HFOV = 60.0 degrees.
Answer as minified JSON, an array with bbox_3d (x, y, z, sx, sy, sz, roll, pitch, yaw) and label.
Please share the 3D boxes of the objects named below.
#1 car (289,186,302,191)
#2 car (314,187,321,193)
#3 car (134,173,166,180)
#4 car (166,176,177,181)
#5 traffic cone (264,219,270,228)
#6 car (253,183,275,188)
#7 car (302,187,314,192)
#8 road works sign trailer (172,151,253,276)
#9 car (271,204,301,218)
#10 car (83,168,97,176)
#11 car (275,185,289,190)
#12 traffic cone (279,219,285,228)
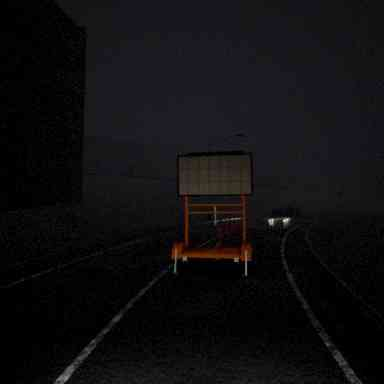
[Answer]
[{"bbox_3d":[23.472,-0.576,79.595,4.892,1.521,2.231,4,-6,-40],"label":"car"},{"bbox_3d":[31.786,-0.178,87.161,5.566,2.045,2.435,5,-6,-43],"label":"car"},{"bbox_3d":[-7.543,-2.347,56.391,4.892,1.521,2.231,2,-5,-33],"label":"car"},{"bbox_3d":[-2.931,-2.136,59.416,4.892,1.521,2.231,3,-5,-33],"label":"car"},{"bbox_3d":[5.126,2.159,22.802,0.340,0.580,0.340,-2,-1,17],"label":"traffic cone"},{"bbox_3d":[15.079,-1.091,72.596,4.792,1.488,2.163,3,-6,-38],"label":"car"},{"bbox_3d":[27.673,-0.391,83.350,4.553,1.767,2.185,4,-6,-42],"label":"car"},{"bbox_3d":[0.756,0.525,10.653,2.380,3.560,2.880,-1,-1,12],"label":"road works sign trailer"},{"bbox_3d":[10.651,2.052,37.522,1.882,1.535,5.008,-4,-3,40],"label":"car"},{"bbox_3d":[-16.696,-2.866,50.417,4.553,1.767,2.185,2,-5,-33],"label":"car"},{"bbox_3d":[19.351,-0.811,76.080,4.674,1.452,2.002,4,-6,-39],"label":"car"},{"bbox_3d":[6.082,2.130,22.519,0.340,0.580,0.340,-2,-1,17],"label":"traffic cone"}]
